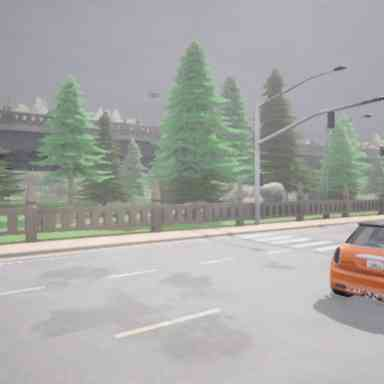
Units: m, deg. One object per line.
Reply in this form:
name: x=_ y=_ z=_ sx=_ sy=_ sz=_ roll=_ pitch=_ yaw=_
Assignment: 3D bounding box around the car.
car: x=5.097 y=1.351 z=7.275 sx=4.553 sy=1.767 sz=2.097 roll=0 pitch=0 yaw=-34
